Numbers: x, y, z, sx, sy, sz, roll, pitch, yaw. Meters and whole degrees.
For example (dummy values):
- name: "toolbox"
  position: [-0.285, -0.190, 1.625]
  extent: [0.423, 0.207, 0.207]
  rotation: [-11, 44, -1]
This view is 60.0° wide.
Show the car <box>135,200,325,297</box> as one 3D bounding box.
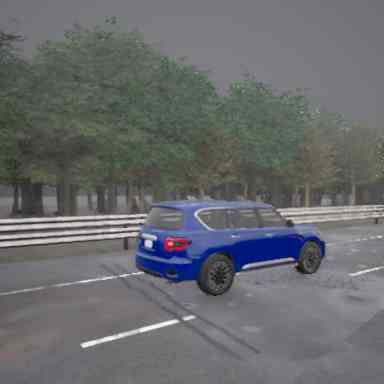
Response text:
- name: "car"
  position: [1.218, 1.249, 8.913]
  extent: [5.566, 2.045, 2.150]
  rotation: [0, 0, -36]
